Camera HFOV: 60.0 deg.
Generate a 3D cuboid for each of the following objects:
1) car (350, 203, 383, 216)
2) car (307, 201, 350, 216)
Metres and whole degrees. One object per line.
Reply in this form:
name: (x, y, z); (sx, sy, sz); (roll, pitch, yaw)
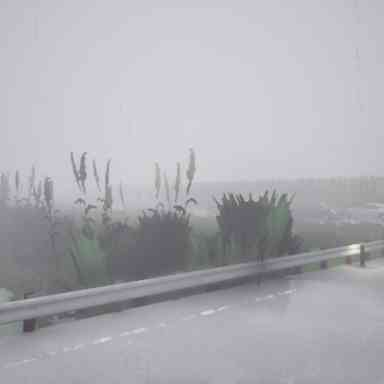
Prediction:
car: (15.293, 1.701, 28.728); (1.812, 1.442, 4.674); (-2, 1, -42)
car: (10.812, 1.587, 28.981); (2.097, 1.767, 4.553); (-1, 1, -43)
